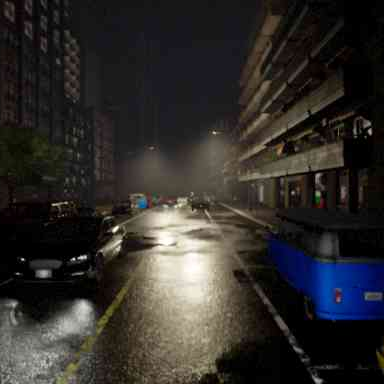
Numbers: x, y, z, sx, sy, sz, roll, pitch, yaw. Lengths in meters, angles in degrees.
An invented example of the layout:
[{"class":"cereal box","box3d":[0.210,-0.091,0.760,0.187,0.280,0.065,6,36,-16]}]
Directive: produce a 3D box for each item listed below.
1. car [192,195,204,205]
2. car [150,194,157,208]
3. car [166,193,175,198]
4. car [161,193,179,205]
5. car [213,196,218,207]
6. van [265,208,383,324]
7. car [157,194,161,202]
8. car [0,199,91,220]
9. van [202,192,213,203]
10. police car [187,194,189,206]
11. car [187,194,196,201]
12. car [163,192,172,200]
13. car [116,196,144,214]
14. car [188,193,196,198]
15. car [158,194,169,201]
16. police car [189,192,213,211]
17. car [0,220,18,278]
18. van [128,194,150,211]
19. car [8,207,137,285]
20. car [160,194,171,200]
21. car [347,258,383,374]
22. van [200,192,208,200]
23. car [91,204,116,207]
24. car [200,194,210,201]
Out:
[{"class":"car","box3d":[0.855,1.173,51.750,1.812,1.442,4.674,0,0,0]},{"class":"car","box3d":[-5.728,1.267,39.892,1.887,1.381,4.507,0,0,0]},{"class":"car","box3d":[-5.772,0.992,89.597,1.947,1.339,4.313,0,0,0]},{"class":"car","box3d":[-3.124,1.182,50.203,1.812,1.442,4.674,0,1,0]},{"class":"car","box3d":[2.648,1.238,45.422,2.008,1.369,4.403,0,0,0]},{"class":"van","box3d":[2.682,1.291,6.762,1.690,1.788,3.998,0,0,0]},{"class":"car","box3d":[-5.733,1.253,45.415,1.947,1.339,4.313,0,0,0]},{"class":"car","box3d":[-5.704,1.226,12.276,2.192,1.841,5.009,0,0,0]},{"class":"van","box3d":[2.638,0.959,56.466,1.690,1.788,3.998,0,0,0]},{"class":"police car","box3d":[0.423,1.110,45.758,1.930,1.638,5.238,0,0,-8]},{"class":"car","box3d":[-0.061,1.134,68.486,1.895,1.301,4.718,0,0,0]},{"class":"car","box3d":[-5.763,0.929,78.551,1.967,1.590,4.097,0,0,0]},{"class":"car","box3d":[-5.718,1.348,28.847,2.008,1.369,4.403,0,0,0]},{"class":"car","box3d":[-0.071,0.853,83.591,1.994,1.385,4.181,0,0,0]},{"class":"car","box3d":[-5.753,1.103,67.505,2.008,1.369,4.403,0,0,0]},{"class":"police car","box3d":[0.869,1.175,35.859,1.930,1.638,5.238,0,0,0]},{"class":"car","box3d":[-5.699,1.516,6.756,1.947,1.339,4.313,0,0,0]},{"class":"van","box3d":[-5.724,1.101,34.367,1.690,1.788,3.998,0,0,0]},{"class":"car","box3d":[-3.109,1.419,9.420,2.128,1.511,4.902,0,1,0]},{"class":"car","box3d":[-5.758,1.072,73.028,2.008,1.369,4.403,0,0,0]},{"class":"car","box3d":[2.687,1.514,1.410,1.752,1.417,4.829,0,0,0]},{"class":"van","box3d":[2.623,0.862,73.033,1.690,1.788,3.998,0,0,0]},{"class":"car","box3d":[-5.709,1.423,17.802,2.008,1.369,4.403,0,0,0]},{"class":"car","box3d":[2.628,1.097,67.512,1.887,1.381,4.507,0,0,0]}]
